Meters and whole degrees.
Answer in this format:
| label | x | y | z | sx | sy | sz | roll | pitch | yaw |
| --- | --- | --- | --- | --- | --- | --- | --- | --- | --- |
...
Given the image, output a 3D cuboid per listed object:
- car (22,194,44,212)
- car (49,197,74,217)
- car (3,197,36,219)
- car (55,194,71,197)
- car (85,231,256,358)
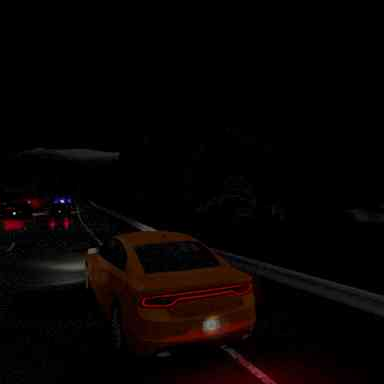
| label | x | y | z | sx | sy | sz | roll | pitch | yaw |
| --- | --- | --- | --- | --- | --- | --- | --- | --- | --- |
| car | -18.952 | 1.221 | 39.417 | 2.150 | 2.045 | 5.566 | 0 | 0 | -20 |
| car | -12.369 | 1.492 | 31.307 | 2.128 | 1.511 | 4.902 | 0 | 0 | -20 |
| car | -15.444 | 1.504 | 29.652 | 1.837 | 1.490 | 4.892 | 0 | 0 | -20 |
| car | -15.917 | 1.221 | 41.171 | 2.150 | 2.045 | 5.566 | 0 | 0 | -19 |
| car | -0.820 | 1.478 | 6.327 | 1.882 | 1.535 | 5.008 | 0 | 0 | -25 |
